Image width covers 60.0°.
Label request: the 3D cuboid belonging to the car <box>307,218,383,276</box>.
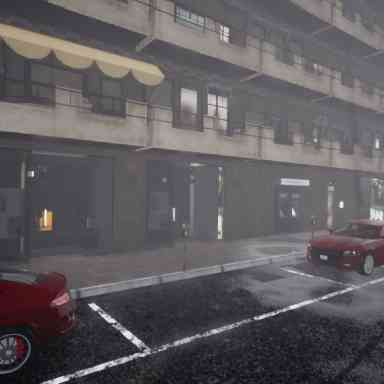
[{"bbox_3d":[5.443,1.548,10.405,4.507,1.381,1.887,0,1,-35],"label":"car"}]

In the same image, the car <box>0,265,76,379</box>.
[{"bbox_3d":[-3.600,1.582,3.978,4.206,1.307,1.802,0,1,-35],"label":"car"}]
